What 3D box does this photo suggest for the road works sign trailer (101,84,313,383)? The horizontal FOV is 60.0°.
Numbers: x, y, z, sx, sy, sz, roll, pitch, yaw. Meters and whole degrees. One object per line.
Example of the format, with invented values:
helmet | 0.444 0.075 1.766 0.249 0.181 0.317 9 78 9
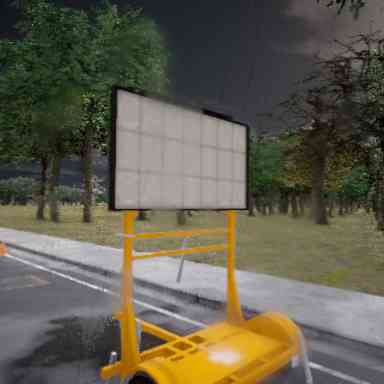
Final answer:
road works sign trailer | -0.177 0.645 4.402 2.880 3.560 2.380 -2 -3 45
